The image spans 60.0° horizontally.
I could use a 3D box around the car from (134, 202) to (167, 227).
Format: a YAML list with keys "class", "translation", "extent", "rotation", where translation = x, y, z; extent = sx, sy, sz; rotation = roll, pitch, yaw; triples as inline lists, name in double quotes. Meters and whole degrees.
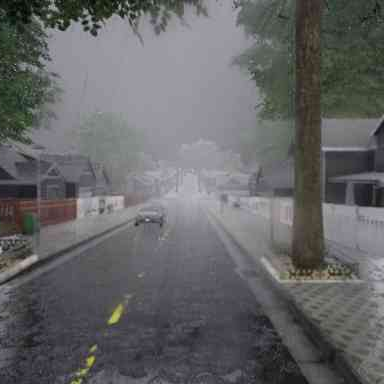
- class: "car"
  translation: [-2.743, 1.484, 22.810]
  extent: [1.837, 1.490, 4.892]
  rotation: [0, 0, 0]
